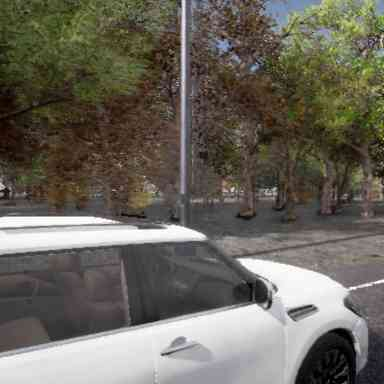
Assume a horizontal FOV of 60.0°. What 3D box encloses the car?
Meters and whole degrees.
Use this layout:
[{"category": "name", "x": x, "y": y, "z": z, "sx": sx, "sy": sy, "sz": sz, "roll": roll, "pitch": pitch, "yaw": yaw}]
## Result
[{"category": "car", "x": -0.748, "y": 1.225, "z": 2.988, "sx": 5.566, "sy": 2.045, "sz": 2.150, "roll": 0, "pitch": 0, "yaw": -34}]
